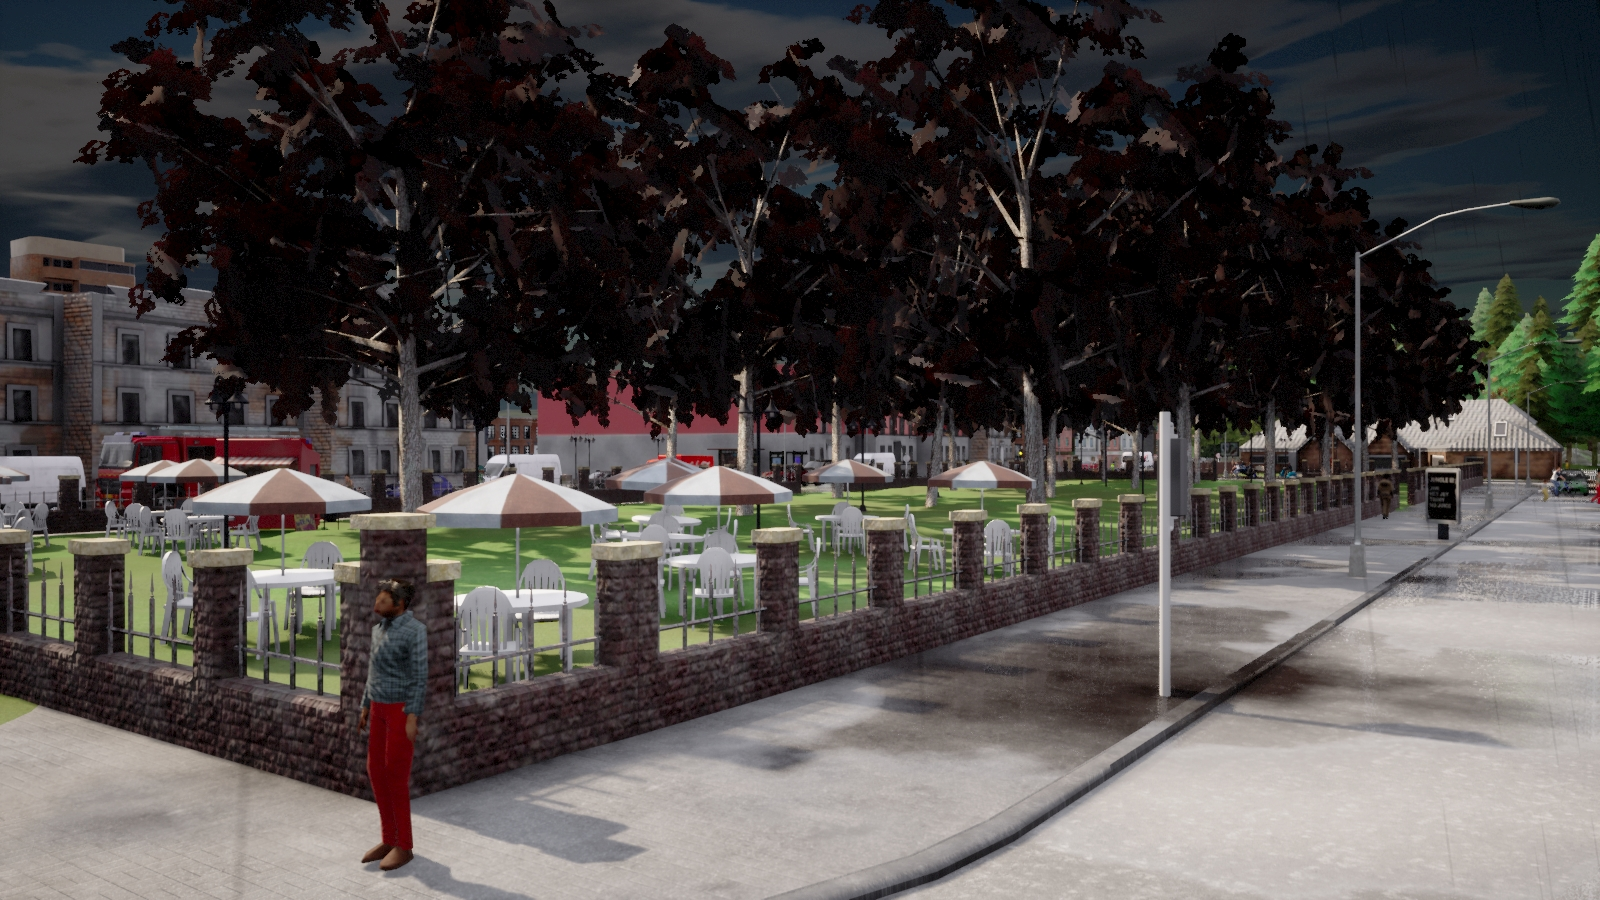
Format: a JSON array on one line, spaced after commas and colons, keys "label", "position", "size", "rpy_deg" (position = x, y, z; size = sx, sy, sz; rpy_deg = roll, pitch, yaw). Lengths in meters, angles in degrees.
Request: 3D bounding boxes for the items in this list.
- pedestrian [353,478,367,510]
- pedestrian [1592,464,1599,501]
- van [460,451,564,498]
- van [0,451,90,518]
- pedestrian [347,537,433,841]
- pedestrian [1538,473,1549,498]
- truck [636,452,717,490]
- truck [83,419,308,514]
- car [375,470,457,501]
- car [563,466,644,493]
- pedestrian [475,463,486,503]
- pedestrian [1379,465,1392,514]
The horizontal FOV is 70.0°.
[{"label": "pedestrian", "position": [-18.149, 1.805, 47.139], "size": [0.375, 1.300, 0.375], "rpy_deg": [0, 0, 35]}, {"label": "pedestrian", "position": [40.312, 1.628, 57.783], "size": [0.375, 1.860, 0.375], "rpy_deg": [0, 0, 31]}, {"label": "van", "position": [-16.329, 1.314, 65.083], "size": [1.988, 2.561, 5.915], "rpy_deg": [0, 0, 35]}, {"label": "van", "position": [-31.021, 1.314, 44.007], "size": [1.988, 2.561, 5.915], "rpy_deg": [0, 0, 35]}, {"label": "pedestrian", "position": [-2.655, 1.517, 7.406], "size": [0.375, 1.860, 0.375], "rpy_deg": [0, 0, 36]}, {"label": "pedestrian", "position": [39.829, 1.908, 61.173], "size": [0.375, 1.300, 0.375], "rpy_deg": [0, 0, -34]}, {"label": "truck", "position": [-8.233, 1.348, 76.671], "size": [2.627, 2.467, 5.204], "rpy_deg": [0, 0, 35]}, {"label": "truck", "position": [-26.598, 0.670, 50.778], "size": [2.891, 3.827, 8.468], "rpy_deg": [0, 0, 35]}, {"label": "car", "position": [-20.045, 1.818, 59.739], "size": [1.845, 1.501, 3.633], "rpy_deg": [0, 0, 35]}, {"label": "car", "position": [-12.166, 1.814, 71.050], "size": [2.097, 1.535, 5.006], "rpy_deg": [0, 0, 35]}, {"label": "pedestrian", "position": [-14.868, 1.523, 53.163], "size": [0.375, 1.860, 0.375], "rpy_deg": [0, 0, 31]}, {"label": "pedestrian", "position": [22.595, 1.525, 44.091], "size": [0.375, 1.860, 0.375], "rpy_deg": [0, 0, 35]}]
